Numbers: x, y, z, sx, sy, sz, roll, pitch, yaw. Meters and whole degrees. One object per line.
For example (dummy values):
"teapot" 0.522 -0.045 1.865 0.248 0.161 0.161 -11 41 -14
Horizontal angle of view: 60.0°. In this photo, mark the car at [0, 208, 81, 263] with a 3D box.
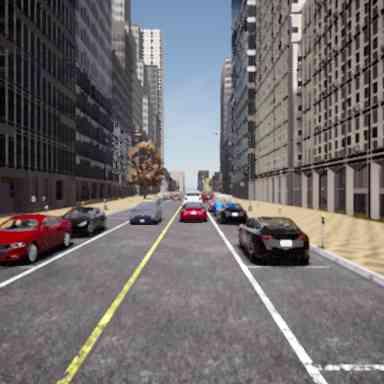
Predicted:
"car" -5.683 1.472 11.620 1.887 1.381 4.507 0 0 0

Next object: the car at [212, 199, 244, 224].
"car" 2.703 1.419 22.992 1.947 1.339 4.313 0 0 0

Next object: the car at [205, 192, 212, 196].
"car" 2.721 0.928 57.143 2.192 1.841 5.009 0 0 0

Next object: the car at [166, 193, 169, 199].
"car" -5.653 1.036 74.237 2.008 1.369 4.403 0 0 0

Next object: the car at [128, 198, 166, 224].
"car" -3.090 1.398 23.320 2.033 1.411 5.357 0 0 0

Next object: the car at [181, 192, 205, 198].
"car" 0.114 0.950 41.464 2.150 2.045 5.566 0 1 0

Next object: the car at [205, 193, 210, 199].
"car" 2.709 1.216 34.376 1.967 1.590 4.097 0 0 0

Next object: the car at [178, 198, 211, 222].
"car" 0.111 1.403 25.050 1.994 1.385 4.181 0 0 0

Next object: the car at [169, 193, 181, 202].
"car" -2.989 1.082 64.719 1.812 1.442 4.674 0 0 1

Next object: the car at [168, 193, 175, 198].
"car" -5.645 0.934 91.312 1.802 1.307 4.206 0 0 0

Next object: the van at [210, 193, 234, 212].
"van" 2.707 1.156 28.684 1.690 1.788 3.998 0 0 0

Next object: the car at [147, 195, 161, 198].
"car" -5.667 1.222 45.605 1.752 1.417 4.829 0 0 0

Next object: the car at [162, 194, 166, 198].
"car" -5.664 1.205 51.468 2.008 1.369 4.403 0 0 0

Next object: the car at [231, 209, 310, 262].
"car" 2.698 1.493 11.608 1.947 1.339 4.313 0 0 0

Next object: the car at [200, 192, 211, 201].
"car" 2.726 0.843 68.528 2.192 1.841 5.009 0 0 0

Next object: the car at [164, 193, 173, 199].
"car" -5.650 1.007 79.930 1.947 1.339 4.313 0 0 0

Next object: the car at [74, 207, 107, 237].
"car" -5.680 1.456 17.313 1.947 1.339 4.313 0 0 0
